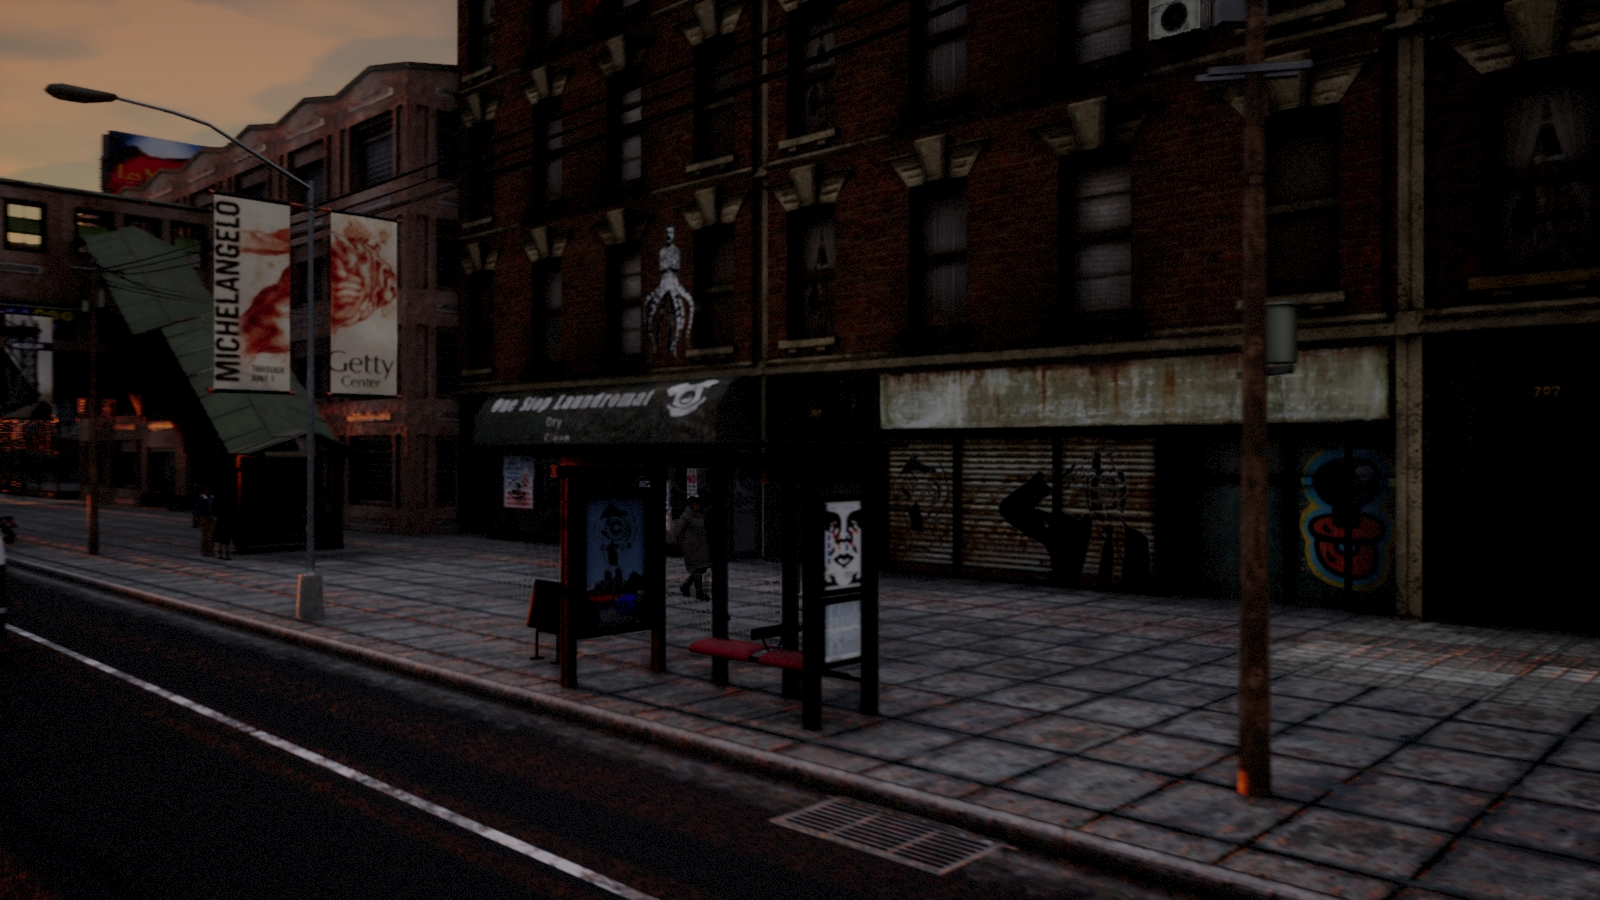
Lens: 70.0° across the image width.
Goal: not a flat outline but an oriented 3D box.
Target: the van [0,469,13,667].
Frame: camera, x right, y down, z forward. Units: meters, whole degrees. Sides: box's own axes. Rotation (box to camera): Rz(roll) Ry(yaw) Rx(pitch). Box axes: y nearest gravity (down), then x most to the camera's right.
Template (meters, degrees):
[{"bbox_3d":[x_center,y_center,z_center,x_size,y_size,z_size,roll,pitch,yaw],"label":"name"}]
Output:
[{"bbox_3d":[-13.154,1.541,16.302,5.915,2.561,1.988,0,0,44],"label":"van"}]

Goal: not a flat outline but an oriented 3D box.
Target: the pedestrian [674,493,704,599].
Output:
[{"bbox_3d":[-1.994,1.715,20.541,0.375,1.860,0.375,0,0,31],"label":"pedestrian"}]

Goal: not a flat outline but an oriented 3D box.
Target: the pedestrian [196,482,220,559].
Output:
[{"bbox_3d":[-14.493,1.714,27.982,0.375,1.860,0.375,0,0,31],"label":"pedestrian"}]

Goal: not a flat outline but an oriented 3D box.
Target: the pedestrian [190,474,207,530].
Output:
[{"bbox_3d":[-20.053,1.720,38.090,0.375,1.860,0.375,0,0,27],"label":"pedestrian"}]
